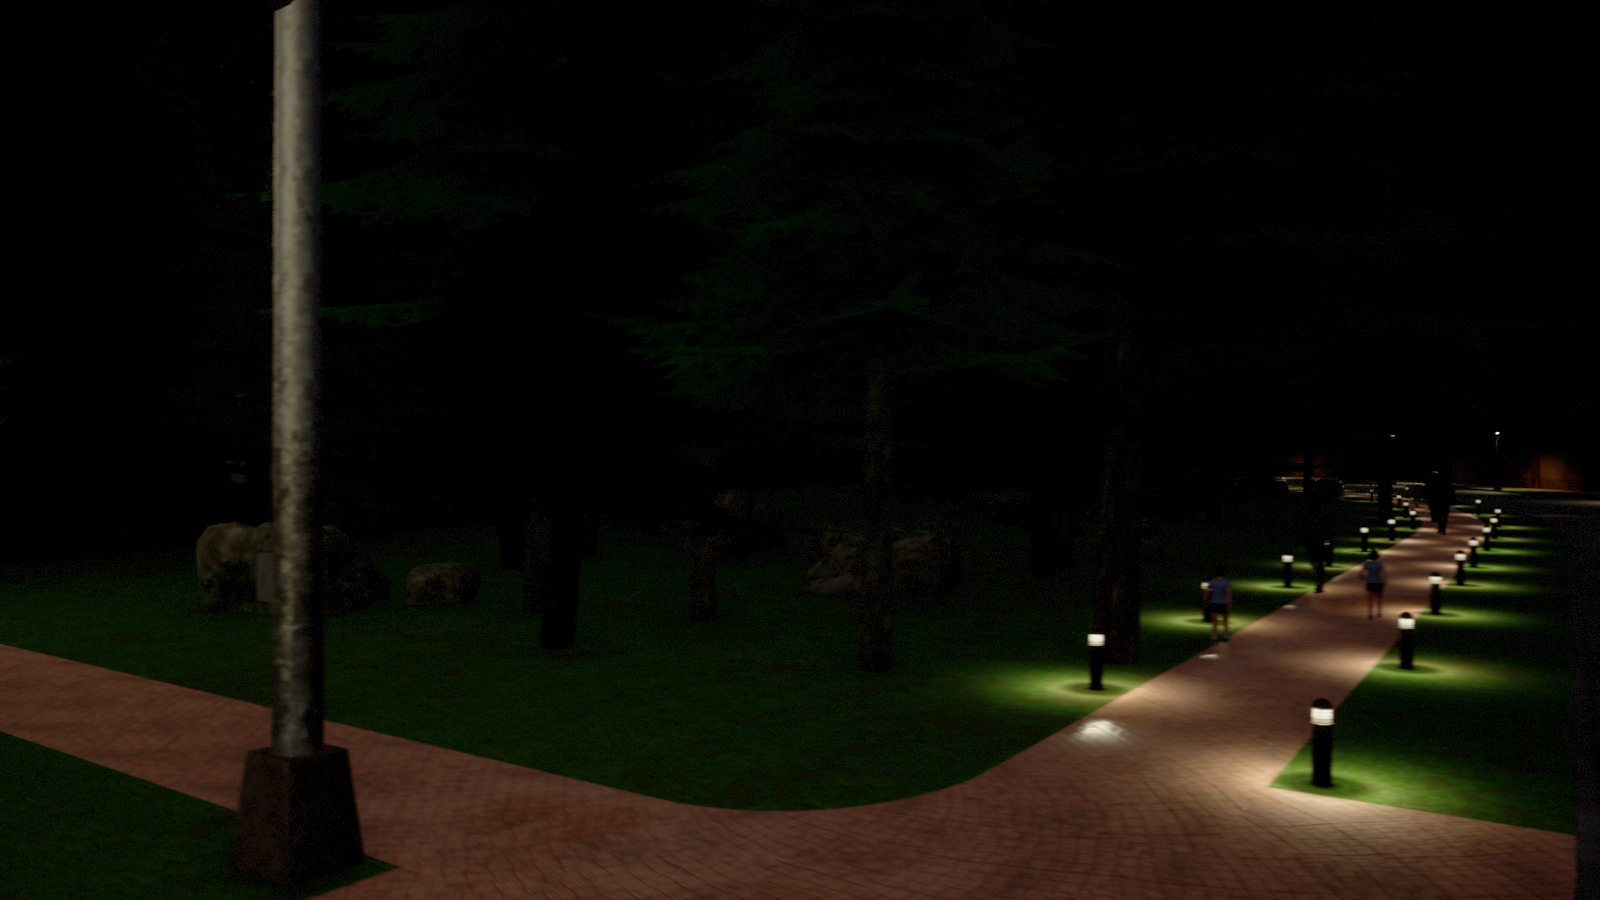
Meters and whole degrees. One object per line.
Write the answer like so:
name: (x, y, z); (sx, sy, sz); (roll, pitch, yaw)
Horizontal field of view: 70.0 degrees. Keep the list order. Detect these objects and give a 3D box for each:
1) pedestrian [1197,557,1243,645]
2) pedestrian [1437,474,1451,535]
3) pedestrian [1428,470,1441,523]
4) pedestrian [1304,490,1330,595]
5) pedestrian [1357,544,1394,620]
pedestrian: (5.710, 2.038, 15.516); (0.500, 1.100, 0.500); (0, 0, 31)
pedestrian: (19.858, 1.662, 35.236); (0.375, 1.860, 0.375); (0, 0, 27)
pedestrian: (22.731, 1.659, 40.952); (0.375, 1.860, 0.375); (0, 0, 26)
pedestrian: (9.338, 1.657, 20.632); (0.375, 1.860, 0.375); (0, 0, 35)
pedestrian: (8.949, 2.040, 17.776); (0.500, 1.100, 0.500); (0, 0, 28)
